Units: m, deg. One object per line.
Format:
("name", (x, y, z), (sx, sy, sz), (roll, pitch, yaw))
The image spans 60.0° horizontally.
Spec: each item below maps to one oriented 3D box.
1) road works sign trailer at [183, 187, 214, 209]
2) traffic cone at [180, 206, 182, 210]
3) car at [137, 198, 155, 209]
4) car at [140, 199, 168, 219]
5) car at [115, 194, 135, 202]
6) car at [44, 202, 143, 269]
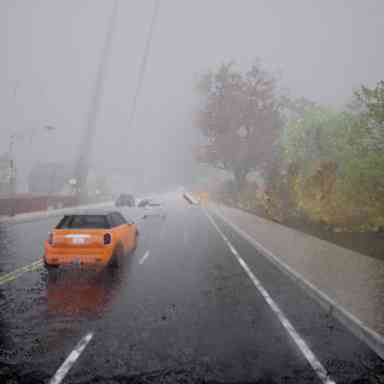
("road works sign trailer", (0.522, 1.091, 44.367), (3.560, 2.880, 2.380), (1, 33, -50))
("traffic cone", (-1.395, 2.027, 43.132), (0.340, 0.580, 0.340), (0, 0, 0))
("car", (-6.590, 1.642, 48.273), (1.994, 1.385, 4.181), (0, 0, 0))
("car", (-3.161, 1.580, 29.483), (1.812, 1.442, 4.674), (0, 0, 0))
("car", (-9.827, 1.301, 49.406), (2.150, 2.045, 5.566), (0, 0, 0))
("car", (-3.153, 1.377, 11.347), (2.097, 1.767, 4.553), (0, 0, 0))
